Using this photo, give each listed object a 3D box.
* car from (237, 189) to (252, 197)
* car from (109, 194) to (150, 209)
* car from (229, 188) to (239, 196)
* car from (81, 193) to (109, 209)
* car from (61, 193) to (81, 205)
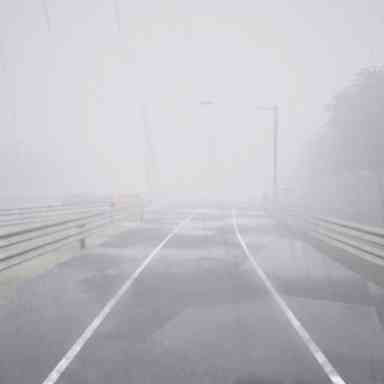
[{"bbox_3d":[13.009,0.394,79.420,2.128,1.511,4.902,0,1,24],"label":"car"},{"bbox_3d":[-6.258,0.948,35.179,2.097,1.767,4.553,1,1,24],"label":"car"},{"bbox_3d":[10.601,0.364,82.655,1.812,1.442,4.674,0,1,24],"label":"car"},{"bbox_3d":[-9.453,1.049,36.622,1.882,1.535,5.008,0,1,24],"label":"car"},{"bbox_3d":[-12.680,0.909,37.976,2.097,1.767,4.553,0,1,24],"label":"car"}]
